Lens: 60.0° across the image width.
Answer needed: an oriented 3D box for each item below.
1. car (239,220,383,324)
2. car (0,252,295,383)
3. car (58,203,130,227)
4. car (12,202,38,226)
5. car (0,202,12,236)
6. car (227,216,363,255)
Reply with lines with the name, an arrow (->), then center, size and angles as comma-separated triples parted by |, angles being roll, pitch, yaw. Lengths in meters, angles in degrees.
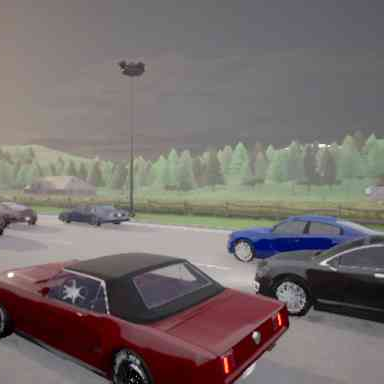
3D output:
car -> 3.484, 1.503, 5.808 | 4.892, 1.490, 1.837 | 1, 0, 36
car -> -1.191, 1.574, 4.843 | 4.718, 1.301, 1.895 | 1, 0, 36
car -> -6.404, 1.420, 21.466 | 5.357, 1.411, 2.033 | 1, 0, 36
car -> -11.498, 1.370, 20.805 | 4.674, 1.442, 1.812 | 1, 0, 36
car -> -11.149, 1.218, 16.255 | 4.553, 1.767, 2.097 | 1, 0, 36
car -> 3.438, 1.457, 10.140 | 5.008, 1.535, 1.882 | 1, 0, 36
